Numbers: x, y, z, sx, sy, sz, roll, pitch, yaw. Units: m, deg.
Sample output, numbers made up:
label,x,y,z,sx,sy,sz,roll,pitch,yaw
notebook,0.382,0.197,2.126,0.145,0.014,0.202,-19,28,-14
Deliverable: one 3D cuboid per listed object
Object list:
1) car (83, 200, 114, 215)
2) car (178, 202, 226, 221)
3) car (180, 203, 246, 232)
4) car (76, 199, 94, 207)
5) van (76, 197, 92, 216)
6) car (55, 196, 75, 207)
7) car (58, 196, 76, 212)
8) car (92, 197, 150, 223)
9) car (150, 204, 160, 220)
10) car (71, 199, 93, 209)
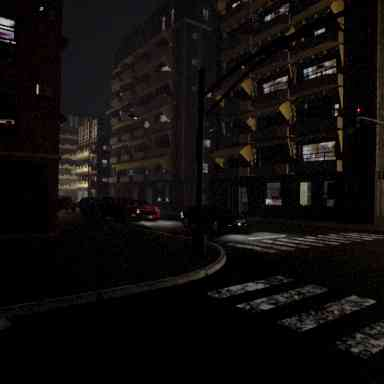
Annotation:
label,x,y,z,sx,sy,sz,roll,pitch,yaw
car,-10.256,1.650,36.351,1.994,1.385,4.181,1,-1,-35
car,0.777,1.686,30.118,1.752,1.417,4.829,1,-1,-35
car,1.179,1.527,20.239,1.837,1.490,4.892,1,-1,-36
car,-18.448,1.867,57.286,1.802,1.307,4.206,1,-1,-35
van,-8.774,1.354,29.980,1.690,1.788,3.998,1,-1,-35
car,-22.458,1.599,58.707,2.097,1.767,4.553,1,-1,-36
car,-15.214,1.368,39.083,2.192,1.841,5.009,1,-1,-35
car,-5.552,1.310,25.429,2.192,1.841,5.009,1,-1,-35
car,-4.549,1.404,28.285,2.097,1.767,4.553,1,-1,-35
car,-16.738,1.771,50.608,1.994,1.385,4.181,1,-1,-35
